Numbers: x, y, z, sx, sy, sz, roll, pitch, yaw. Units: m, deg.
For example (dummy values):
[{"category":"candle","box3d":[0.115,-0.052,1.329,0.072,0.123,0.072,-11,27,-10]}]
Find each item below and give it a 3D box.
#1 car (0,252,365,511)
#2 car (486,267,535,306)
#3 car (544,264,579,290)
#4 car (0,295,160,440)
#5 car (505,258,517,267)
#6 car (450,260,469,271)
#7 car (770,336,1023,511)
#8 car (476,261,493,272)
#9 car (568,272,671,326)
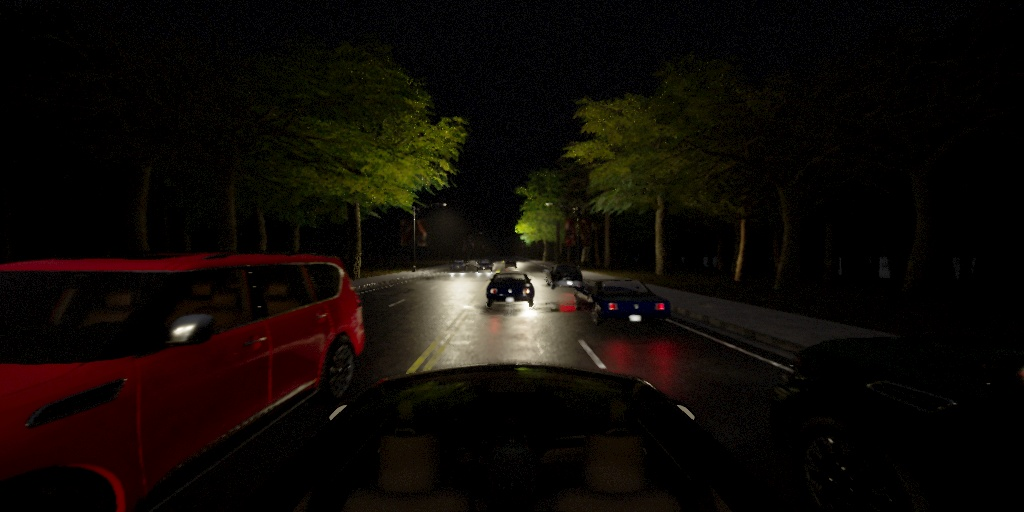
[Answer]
[{"category":"car","box3d":[-3.352,0.974,3.333,2.150,2.045,5.566,0,0,0]},{"category":"car","box3d":[-0.061,1.357,15.751,1.895,1.301,4.718,0,0,0]},{"category":"car","box3d":[3.213,1.258,22.623,1.837,1.490,4.892,0,0,0]},{"category":"car","box3d":[-6.602,1.317,3.614,1.994,1.385,4.181,0,0,0]},{"category":"car","box3d":[-0.192,1.136,56.993,2.128,1.511,4.902,0,0,-1]},{"category":"car","box3d":[-6.681,1.177,45.983,1.994,1.385,4.181,0,0,0]},{"category":"car","box3d":[3.250,0.969,0.631,2.150,2.045,5.566,0,0,0]},{"category":"car","box3d":[-3.431,1.270,46.011,1.994,1.385,4.181,0,0,0]},{"category":"car","box3d":[3.243,1.355,11.642,1.895,1.301,4.718,0,0,0]}]
